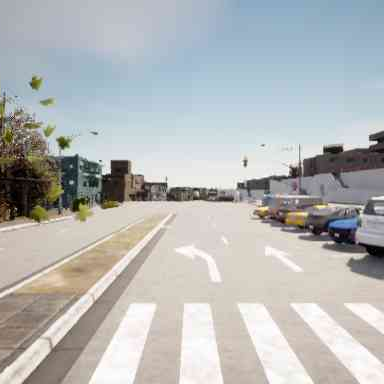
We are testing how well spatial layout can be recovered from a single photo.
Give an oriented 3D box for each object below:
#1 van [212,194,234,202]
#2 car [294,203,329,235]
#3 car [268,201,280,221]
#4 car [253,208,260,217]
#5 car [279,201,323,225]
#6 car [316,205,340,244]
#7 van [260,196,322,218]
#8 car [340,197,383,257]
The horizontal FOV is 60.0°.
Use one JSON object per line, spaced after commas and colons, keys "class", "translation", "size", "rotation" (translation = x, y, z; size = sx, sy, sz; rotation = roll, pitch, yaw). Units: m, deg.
{"class": "van", "translation": [7.965, 1.526, 81.136], "size": [4.442, 1.987, 1.878], "rotation": [1, -1, -20]}
{"class": "car", "translation": [8.064, 1.488, 16.963], "size": [4.892, 1.521, 2.231], "rotation": [1, -1, -20]}
{"class": "car", "translation": [8.096, 1.545, 22.940], "size": [4.792, 1.488, 2.163], "rotation": [1, -1, -20]}
{"class": "car", "translation": [7.898, 1.540, 28.826], "size": [5.366, 1.575, 1.946], "rotation": [1, 0, -20]}
{"class": "car", "translation": [8.244, 1.499, 20.010], "size": [5.366, 1.575, 1.946], "rotation": [1, -1, -20]}
{"class": "car", "translation": [8.076, 1.474, 13.977], "size": [5.008, 1.535, 2.097], "rotation": [1, 0, -20]}
{"class": "van", "translation": [7.964, 1.303, 25.868], "size": [4.442, 1.987, 1.878], "rotation": [1, 0, -20]}
{"class": "car", "translation": [8.099, 1.213, 11.014], "size": [5.566, 2.045, 2.435], "rotation": [1, 0, -20]}
